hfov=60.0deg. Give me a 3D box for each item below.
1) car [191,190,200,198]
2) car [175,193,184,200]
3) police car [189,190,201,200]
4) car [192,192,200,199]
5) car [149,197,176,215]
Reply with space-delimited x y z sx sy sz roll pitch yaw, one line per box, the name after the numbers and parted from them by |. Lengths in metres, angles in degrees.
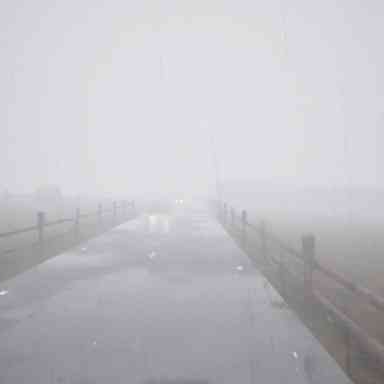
0.847 0.498 86.433 2.150 2.045 5.566 0 1 0 | car
-2.730 0.890 71.728 2.128 1.511 4.902 0 1 0 | car
0.845 0.874 70.517 1.930 1.638 5.238 0 1 0 | police car
0.847 0.848 80.407 1.837 1.490 4.892 0 1 0 | car
-2.838 1.375 30.890 1.994 1.385 4.181 0 0 0 | car
